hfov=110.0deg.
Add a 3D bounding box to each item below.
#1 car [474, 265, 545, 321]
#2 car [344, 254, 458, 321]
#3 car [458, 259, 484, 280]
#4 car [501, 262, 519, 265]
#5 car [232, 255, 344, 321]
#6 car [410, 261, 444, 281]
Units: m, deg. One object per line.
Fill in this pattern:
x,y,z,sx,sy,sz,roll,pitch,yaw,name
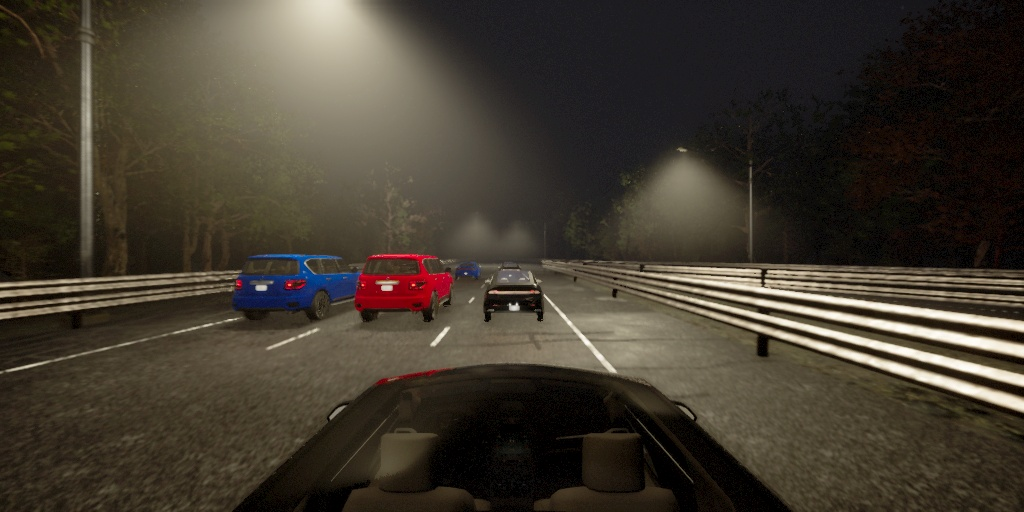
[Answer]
0.049,1.244,12.464,2.128,1.511,4.902,0,0,0,car
-3.450,0.974,12.523,2.150,2.045,5.566,0,0,0,car
-3.703,1.243,30.848,1.882,1.535,5.008,0,0,-1,car
-0.169,1.254,29.125,2.128,1.511,4.902,0,0,-1,car
-6.951,0.976,12.599,2.150,2.045,5.566,0,0,0,car
-7.204,1.244,30.921,1.882,1.535,5.008,0,0,-1,car
